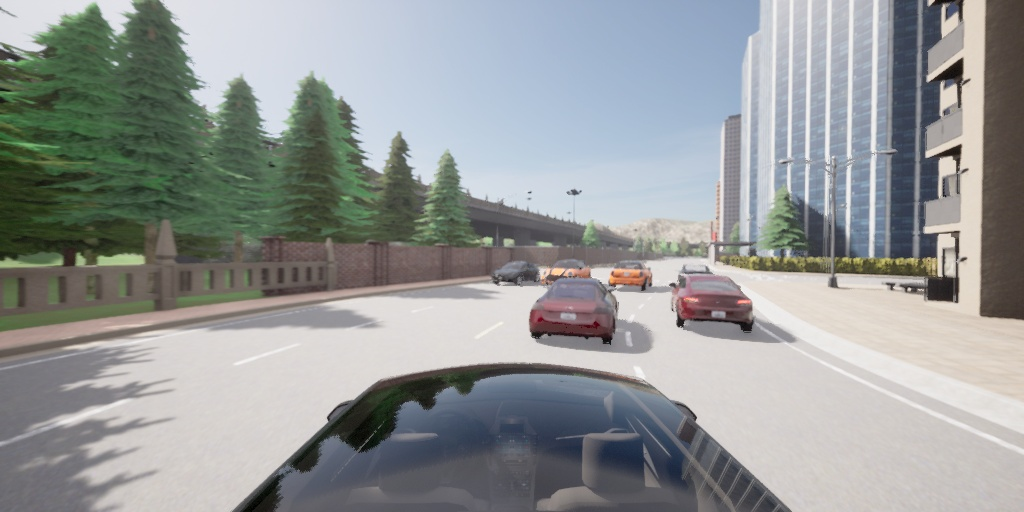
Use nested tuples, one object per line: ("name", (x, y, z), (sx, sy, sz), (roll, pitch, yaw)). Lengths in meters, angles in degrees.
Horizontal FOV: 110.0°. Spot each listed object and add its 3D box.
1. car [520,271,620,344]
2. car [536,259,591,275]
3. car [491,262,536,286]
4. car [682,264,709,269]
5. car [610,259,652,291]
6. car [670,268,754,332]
("car", (1.809, 1.287, 9.775), (1.994, 1.385, 4.181), (1, 0, 17))
("car", (3.527, 1.019, 22.733), (2.097, 1.767, 4.553), (1, 0, 27))
("car", (0.363, 1.131, 24.236), (1.837, 1.490, 4.892), (1, 0, 27))
("car", (10.852, 1.247, 21.302), (2.128, 1.511, 4.902), (1, 0, 27))
("car", (7.406, 1.066, 22.192), (2.097, 1.767, 4.553), (1, 0, 26))
("car", (5.956, 1.288, 11.026), (1.812, 1.442, 4.674), (1, 0, 21))
